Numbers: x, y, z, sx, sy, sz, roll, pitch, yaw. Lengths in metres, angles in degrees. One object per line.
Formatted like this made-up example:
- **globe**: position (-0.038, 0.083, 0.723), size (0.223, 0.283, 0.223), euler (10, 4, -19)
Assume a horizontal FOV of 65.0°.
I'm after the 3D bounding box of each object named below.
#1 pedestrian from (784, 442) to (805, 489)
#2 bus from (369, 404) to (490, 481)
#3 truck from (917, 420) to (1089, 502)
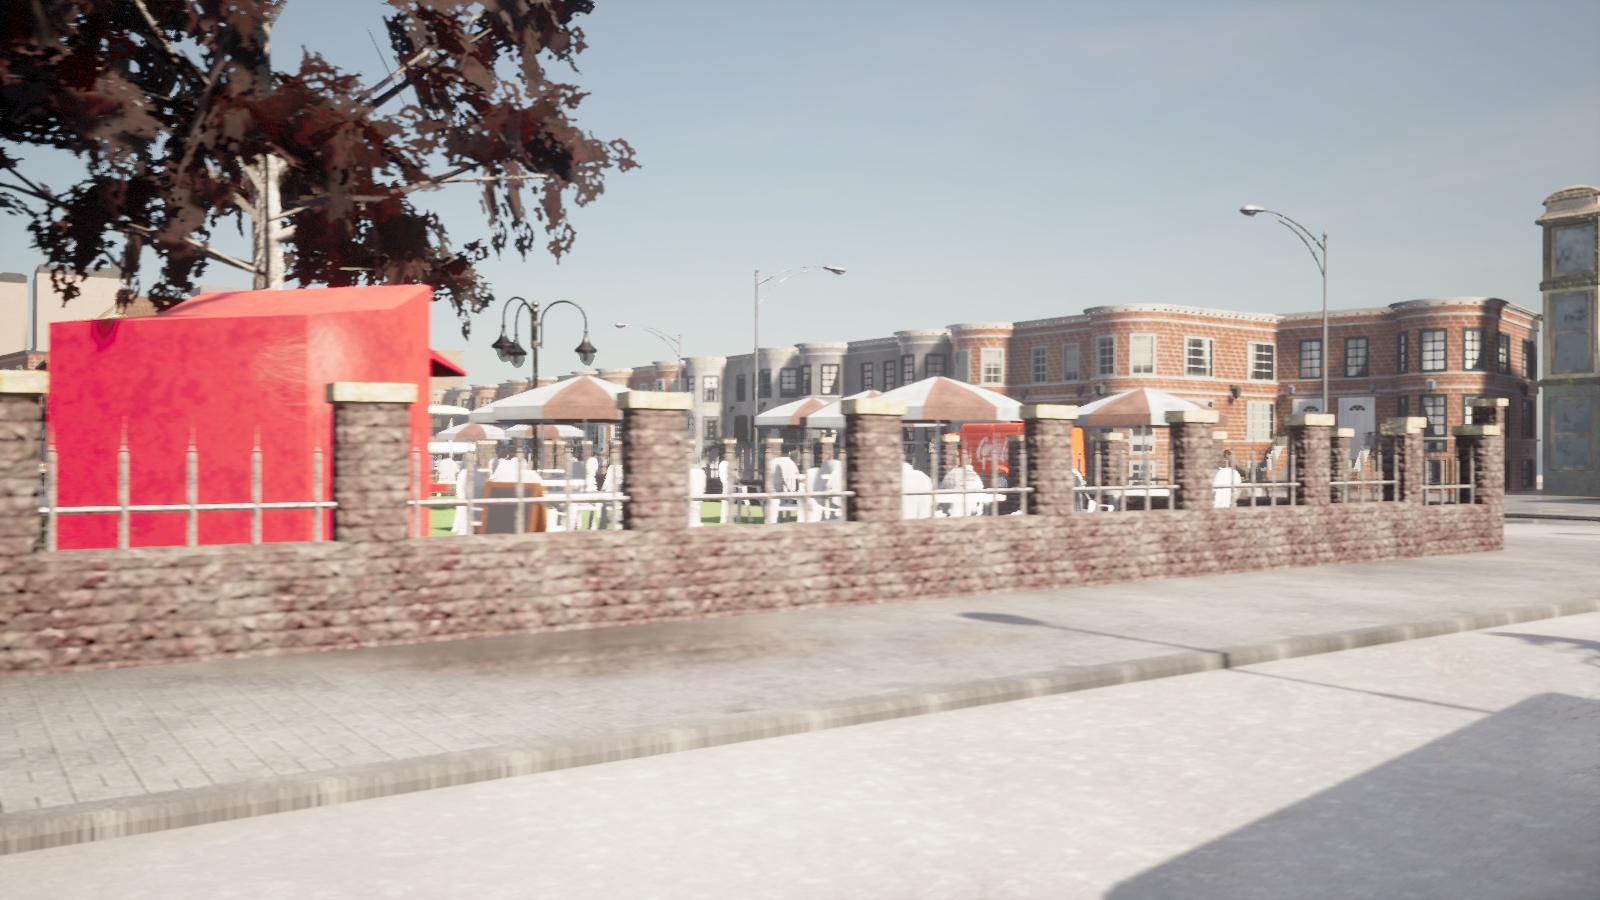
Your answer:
- **pedestrian**: position (-0.220, 0.661, 52.620), size (0.423, 1.949, 0.788), euler (0, 0, 45)
- **bus**: position (-22.308, -0.400, 75.071), size (3.944, 4.253, 10.273), euler (0, 0, -34)
- **truck**: position (6.468, 0.344, 40.602), size (2.627, 2.467, 5.204), euler (0, 0, -35)
